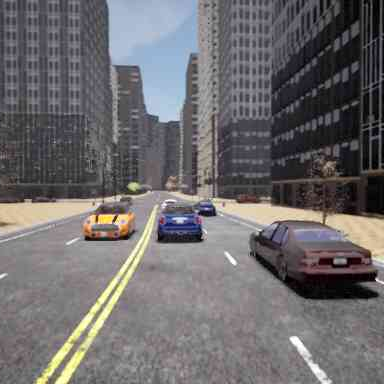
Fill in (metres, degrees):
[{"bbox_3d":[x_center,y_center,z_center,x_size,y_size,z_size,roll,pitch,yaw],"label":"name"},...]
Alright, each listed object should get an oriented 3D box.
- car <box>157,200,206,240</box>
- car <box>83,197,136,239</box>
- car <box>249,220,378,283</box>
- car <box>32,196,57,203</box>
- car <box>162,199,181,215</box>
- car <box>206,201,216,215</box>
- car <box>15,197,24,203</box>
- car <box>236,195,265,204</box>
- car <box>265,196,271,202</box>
[{"bbox_3d":[-0.697,1.349,17.115,2.097,1.767,4.553,0,0,-4],"label":"car"},{"bbox_3d":[-4.141,1.359,17.314,2.097,1.767,4.553,0,0,-4],"label":"car"},{"bbox_3d":[3.064,1.537,9.662,2.033,1.411,5.357,0,0,-3],"label":"car"},{"bbox_3d":[-27.718,1.477,62.445,4.313,1.339,1.947,0,0,-4],"label":"car"},{"bbox_3d":[-2.226,1.516,34.627,1.812,1.442,4.674,0,0,-5],"label":"car"},{"bbox_3d":[1.183,1.544,33.031,1.994,1.385,4.181,0,0,-5],"label":"car"},{"bbox_3d":[-33.391,1.460,62.054,4.206,1.307,1.802,0,0,-4],"label":"car"},{"bbox_3d":[11.092,1.447,65.501,5.009,1.841,2.192,0,0,-4],"label":"car"},{"bbox_3d":[15.914,1.550,74.269,4.829,1.417,1.752,0,0,-4],"label":"car"}]
